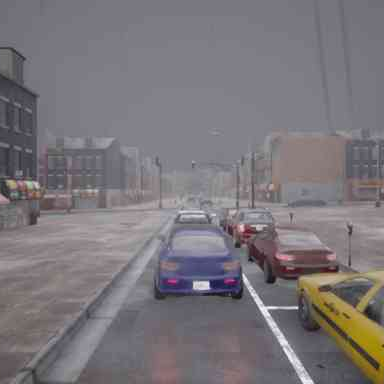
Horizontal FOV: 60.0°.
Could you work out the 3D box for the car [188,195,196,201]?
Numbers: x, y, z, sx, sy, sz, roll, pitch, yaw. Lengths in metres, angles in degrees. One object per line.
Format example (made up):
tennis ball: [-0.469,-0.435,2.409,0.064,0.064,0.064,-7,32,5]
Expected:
car: [-0.160,1.745,82.651,1.837,1.490,4.892,0,0,0]

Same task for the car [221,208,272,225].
car: [2.606,1.446,14.791,1.967,1.590,4.097,0,0,0]

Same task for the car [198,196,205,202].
car: [2.455,1.823,90.184,1.752,1.417,4.829,-1,0,0]

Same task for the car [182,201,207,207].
car: [-0.023,1.622,25.845,1.895,1.301,4.718,0,0,0]

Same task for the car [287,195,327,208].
car: [14.065,1.143,40.788,4.674,1.442,1.812,-1,0,1]

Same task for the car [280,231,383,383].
car: [2.628,1.525,4.027,1.752,1.417,4.829,0,0,0]

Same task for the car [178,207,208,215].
car: [0.056,1.607,15.754,1.895,1.301,4.718,0,0,0]

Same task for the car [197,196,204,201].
car: [2.444,1.856,95.586,1.752,1.417,4.829,-1,0,0]

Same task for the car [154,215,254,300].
car: [0.088,1.527,8.313,1.812,1.442,4.674,0,0,-2]

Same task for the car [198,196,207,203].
car: [2.476,1.674,79.210,1.967,1.590,4.097,-1,0,0]

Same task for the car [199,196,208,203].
car: [2.487,1.645,73.807,1.967,1.590,4.097,-1,0,0]

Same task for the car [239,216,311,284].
car: [2.617,1.584,9.325,1.802,1.307,4.206,0,0,0]

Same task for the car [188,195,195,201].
car: [-0.180,1.671,93.072,1.812,1.442,4.674,0,0,0]

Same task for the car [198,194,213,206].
car: [2.519,1.567,57.601,1.967,1.590,4.097,-1,0,0]

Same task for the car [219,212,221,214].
car: [2.596,1.594,20.257,1.802,1.307,4.206,0,0,0]
